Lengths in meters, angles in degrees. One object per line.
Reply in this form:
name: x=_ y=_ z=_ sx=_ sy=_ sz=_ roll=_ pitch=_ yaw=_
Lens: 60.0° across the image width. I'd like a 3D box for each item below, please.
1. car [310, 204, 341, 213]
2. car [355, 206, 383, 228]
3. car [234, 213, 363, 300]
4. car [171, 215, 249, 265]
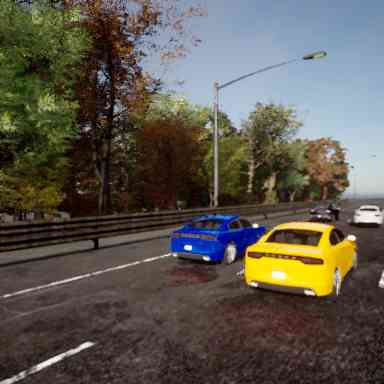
car: x=11.373 y=1.731 z=28.259 sx=2.128 sy=1.511 sz=4.902 roll=0 pitch=-1 yaw=32
car: x=12.964 y=1.720 z=24.203 sx=1.812 sy=1.442 sz=4.674 roll=0 pitch=-1 yaw=32
car: x=3.116 y=1.551 z=8.830 sx=1.882 sy=1.535 sz=5.008 roll=0 pitch=-1 yaw=33
car: x=1.237 y=1.588 z=12.366 sx=1.882 sy=1.535 sz=5.008 roll=0 pitch=-1 yaw=33
